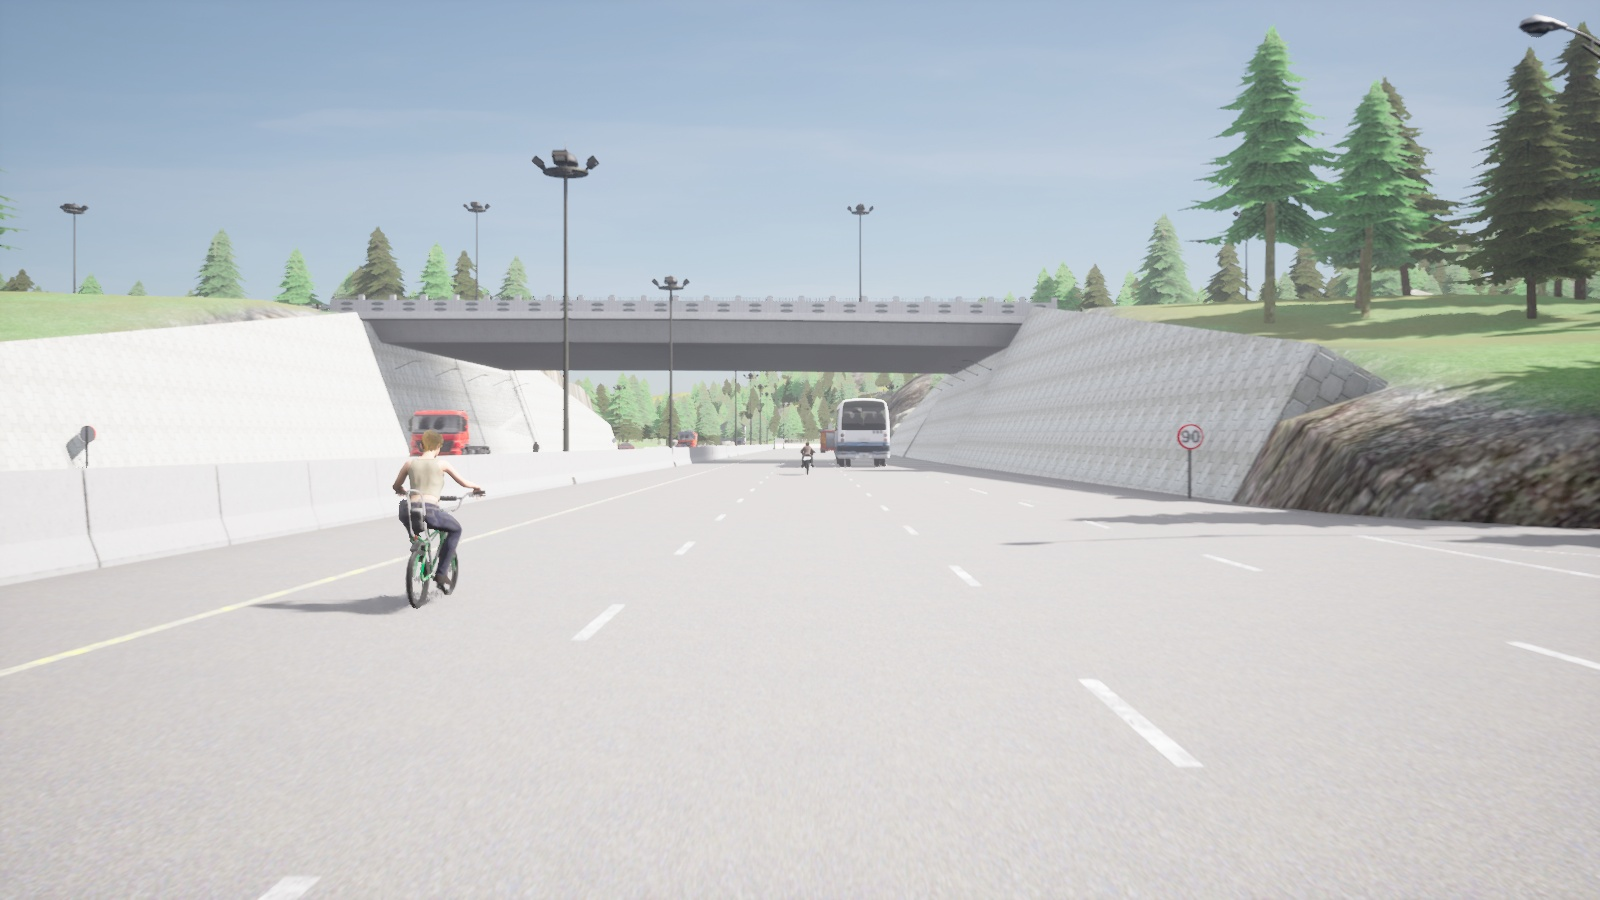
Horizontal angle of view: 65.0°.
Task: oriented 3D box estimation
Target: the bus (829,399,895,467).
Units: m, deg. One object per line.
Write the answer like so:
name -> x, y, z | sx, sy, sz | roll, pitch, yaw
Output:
bus -> 3.991, -1.097, 83.385 | 3.944, 4.253, 10.273 | 0, 0, 0

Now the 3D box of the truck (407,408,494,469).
truck -> -20.561, -0.671, 74.443 | 2.891, 3.462, 7.936 | 0, 0, 0

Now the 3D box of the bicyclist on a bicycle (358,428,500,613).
bicyclist on a bicycle -> -3.423, 0.614, 11.732 | 0.866, 1.612, 1.509 | 0, 0, 1
